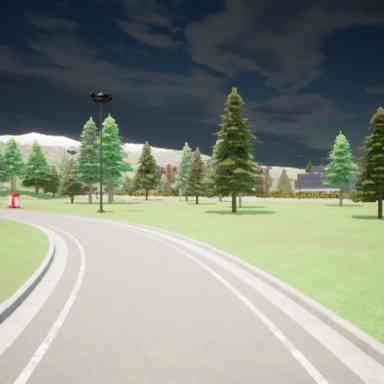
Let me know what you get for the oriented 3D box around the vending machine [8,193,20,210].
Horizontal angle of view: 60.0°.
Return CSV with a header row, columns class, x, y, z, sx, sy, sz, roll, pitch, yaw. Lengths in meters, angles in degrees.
class,x,y,z,sx,sy,sz,roll,pitch,yaw
vending machine,-22.193,1.175,41.496,0.880,2.100,1.100,0,0,32
